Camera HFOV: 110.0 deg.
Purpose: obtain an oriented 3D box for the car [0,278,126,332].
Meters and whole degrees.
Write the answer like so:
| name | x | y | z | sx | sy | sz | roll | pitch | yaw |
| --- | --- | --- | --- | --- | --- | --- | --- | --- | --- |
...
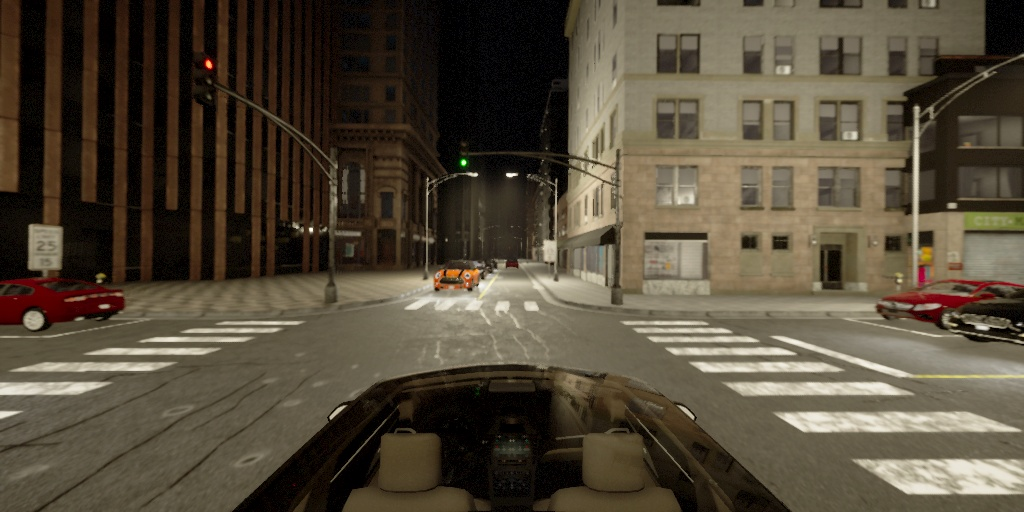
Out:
| name | x | y | z | sx | sy | sz | roll | pitch | yaw |
| --- | --- | --- | --- | --- | --- | --- | --- | --- | --- |
| car | -13.983 | 1.324 | 10.366 | 4.507 | 1.381 | 1.888 | 0 | 0 | 0 |

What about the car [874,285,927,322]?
| name | x | y | z | sx | sy | sz | roll | pitch | yaw |
| --- | --- | --- | --- | --- | --- | --- | --- | --- | --- |
| car | 13.000 | 1.327 | 10.262 | 4.207 | 1.307 | 1.802 | 0 | 0 | 0 |

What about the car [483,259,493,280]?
| name | x | y | z | sx | sy | sz | roll | pitch | yaw |
| --- | --- | --- | --- | --- | --- | --- | --- | --- | --- |
| car | -3.059 | 1.125 | 29.965 | 2.128 | 1.511 | 4.902 | 1 | 0 | 0 |

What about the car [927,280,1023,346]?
| name | x | y | z | sx | sy | sz | roll | pitch | yaw |
| --- | --- | --- | --- | --- | --- | --- | --- | --- | --- |
| car | 12.271 | 1.246 | 7.511 | 4.892 | 1.490 | 1.837 | 0 | 0 | 0 |

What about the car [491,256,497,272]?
| name | x | y | z | sx | sy | sz | roll | pitch | yaw |
| --- | --- | --- | --- | --- | --- | --- | --- | --- | --- |
| car | -2.987 | 1.090 | 39.270 | 1.837 | 1.490 | 4.892 | 1 | 0 | 1 |

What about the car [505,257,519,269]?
| name | x | y | z | sx | sy | sz | roll | pitch | yaw |
| --- | --- | --- | --- | --- | --- | --- | --- | --- | --- |
| car | 0.030 | 1.109 | 52.097 | 1.994 | 1.385 | 4.181 | 1 | 0 | 0 |

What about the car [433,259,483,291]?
| name | x | y | z | sx | sy | sz | roll | pitch | yaw |
| --- | --- | --- | --- | --- | --- | --- | --- | --- | --- |
| car | -3.105 | 1.028 | 20.886 | 2.097 | 1.767 | 4.553 | 1 | 0 | 1 |
